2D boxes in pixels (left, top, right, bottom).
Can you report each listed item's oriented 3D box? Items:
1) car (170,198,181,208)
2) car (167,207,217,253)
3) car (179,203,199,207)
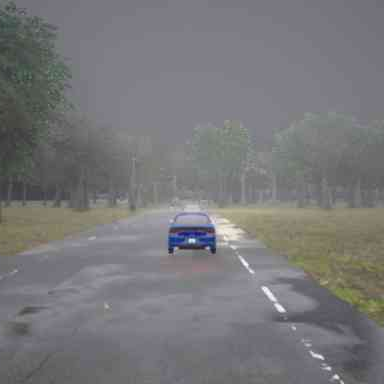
[{"bbox_3d":[-3.471,2.248,70.968,2.150,2.045,5.566,0,-1,0],"label":"car"},{"bbox_3d":[0.011,1.624,14.480,1.882,1.535,5.008,0,0,0],"label":"car"},{"bbox_3d":[0.016,1.865,29.396,1.812,1.442,4.674,0,-1,0],"label":"car"}]
